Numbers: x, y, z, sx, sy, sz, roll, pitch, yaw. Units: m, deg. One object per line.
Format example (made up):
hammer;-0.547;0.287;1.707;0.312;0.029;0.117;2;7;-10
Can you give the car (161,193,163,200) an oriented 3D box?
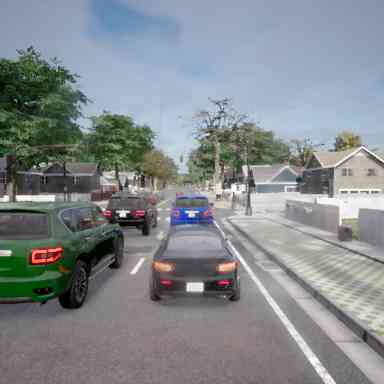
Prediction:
car;-6.566;1.124;56.222;1.994;1.385;4.181;0;1;1

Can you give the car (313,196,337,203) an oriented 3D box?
car;13.286;1.200;34.372;4.902;1.511;2.128;0;1;-2

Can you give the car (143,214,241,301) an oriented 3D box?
car;0.067;1.514;8.190;1.812;1.442;4.674;0;0;0

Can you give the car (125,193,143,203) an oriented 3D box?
car;-9.820;1.047;56.546;2.128;1.511;4.902;0;1;0

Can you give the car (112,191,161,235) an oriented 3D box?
car;-3.222;1.159;18.348;2.150;2.045;5.566;0;0;1

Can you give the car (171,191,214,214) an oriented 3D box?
car;0.026;1.160;18.223;2.150;2.045;5.566;0;0;1

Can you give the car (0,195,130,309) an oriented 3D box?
car;-3.186;1.210;7.997;2.150;2.045;5.566;0;0;1

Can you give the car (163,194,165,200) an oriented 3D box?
car;-6.510;0.862;66.342;2.128;1.511;4.902;0;1;1

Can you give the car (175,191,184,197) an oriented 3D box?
car;-3.227;0.437;86.411;1.994;1.385;4.181;0;1;0

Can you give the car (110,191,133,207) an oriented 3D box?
car;-9.835;0.891;46.867;2.150;2.045;5.566;0;1;0

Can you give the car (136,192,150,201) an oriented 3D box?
car;-9.750;0.858;66.521;2.128;1.511;4.902;0;1;1

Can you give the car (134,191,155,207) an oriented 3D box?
car;-6.585;0.892;46.814;2.150;2.045;5.566;0;1;0
